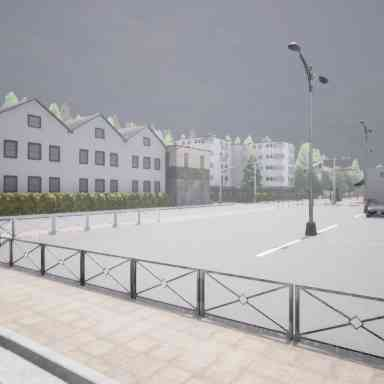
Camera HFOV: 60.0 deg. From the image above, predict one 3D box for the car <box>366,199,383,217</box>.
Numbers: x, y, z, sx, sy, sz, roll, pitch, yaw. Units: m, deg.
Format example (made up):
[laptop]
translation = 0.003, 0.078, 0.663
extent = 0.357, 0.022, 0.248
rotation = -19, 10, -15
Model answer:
[car]
translation = 15.349, 1.298, 26.857
extent = 2.007, 1.523, 4.514
rotation = 0, 0, 35
